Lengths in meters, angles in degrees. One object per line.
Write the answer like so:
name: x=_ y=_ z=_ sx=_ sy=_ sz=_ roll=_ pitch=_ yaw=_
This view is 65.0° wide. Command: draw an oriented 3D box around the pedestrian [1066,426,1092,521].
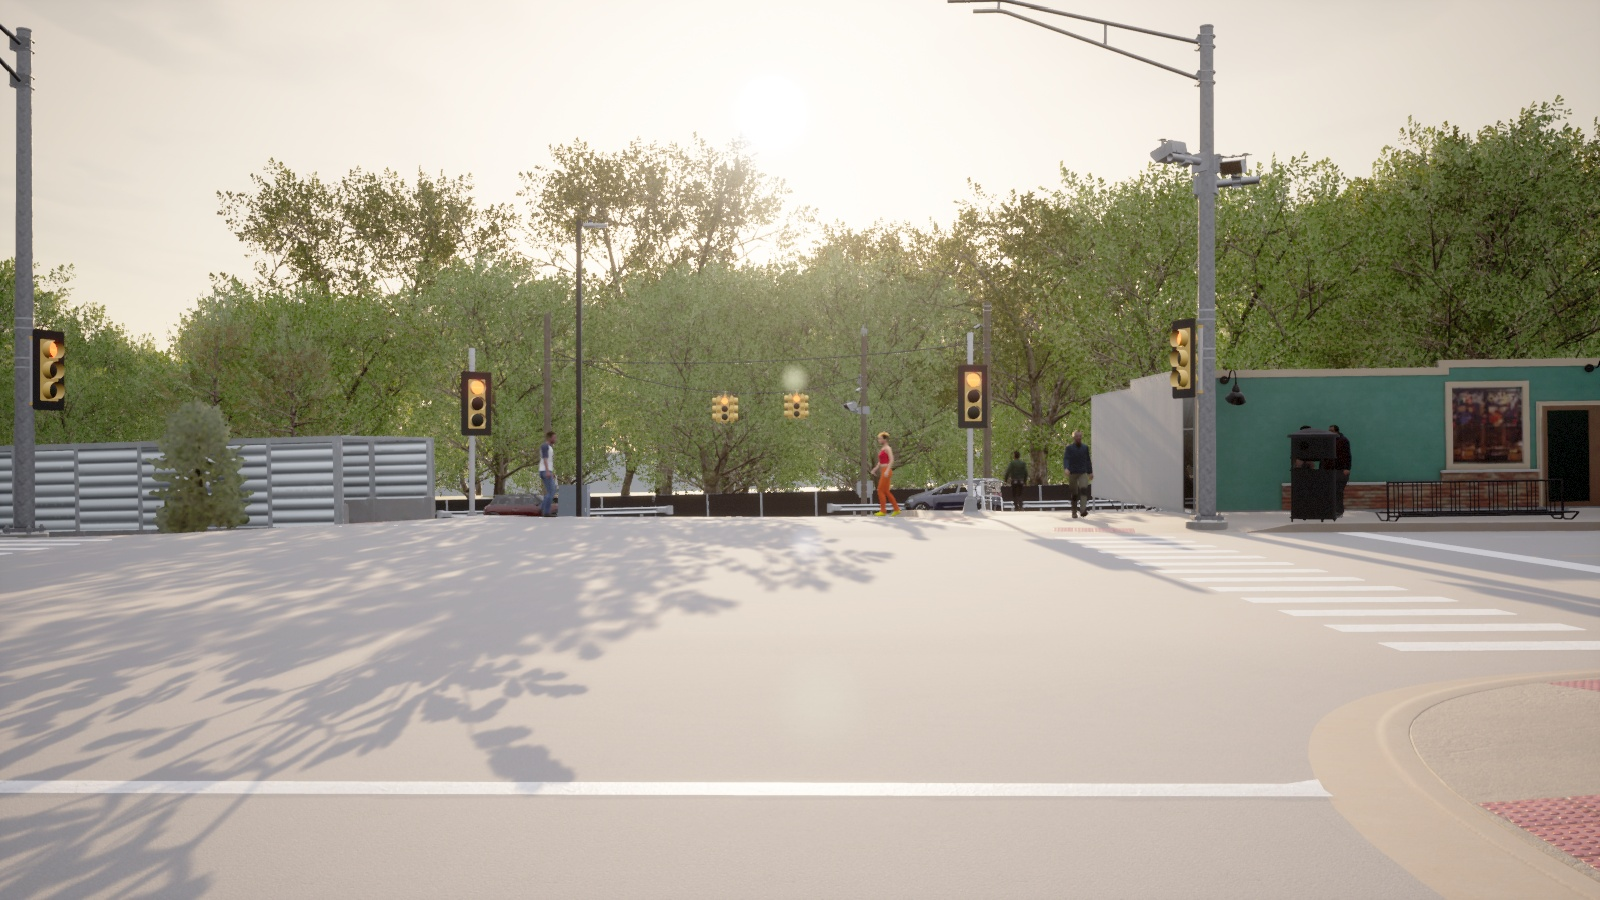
pedestrian: x=5.535 y=0.459 z=24.934 sx=0.402 sy=1.842 sz=0.726 roll=0 pitch=0 yaw=3

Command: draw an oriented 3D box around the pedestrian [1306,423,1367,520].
pedestrian: x=10.374 y=0.409 z=24.301 sx=0.899 sy=1.844 sz=0.634 roll=0 pitch=0 yaw=-24

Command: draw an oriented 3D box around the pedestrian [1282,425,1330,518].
pedestrian: x=9.986 y=0.420 z=24.794 sx=0.869 sy=1.805 sz=0.328 roll=0 pitch=0 yaw=-19

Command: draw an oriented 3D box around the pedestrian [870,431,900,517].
pedestrian: x=1.834 y=0.518 z=27.185 sx=0.594 sy=1.836 sz=0.345 roll=0 pitch=0 yaw=-5

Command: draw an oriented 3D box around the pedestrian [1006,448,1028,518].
pedestrian: x=6.082 y=0.911 z=35.174 sx=0.423 sy=1.949 sz=0.788 roll=0 pitch=0 yaw=-6

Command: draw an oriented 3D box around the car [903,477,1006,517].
car: x=7.189 y=2.190 z=58.496 sx=4.611 sy=1.667 sz=2.242 roll=-2 pitch=0 yaw=8

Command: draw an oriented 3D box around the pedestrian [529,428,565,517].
pedestrian: x=-5.247 y=0.462 z=26.053 sx=0.706 sy=1.836 sz=0.354 roll=0 pitch=0 yaw=-8

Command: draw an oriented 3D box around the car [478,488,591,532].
car: x=-12.076 y=2.724 z=57.305 sx=4.553 sy=1.767 sz=2.097 roll=-2 pitch=0 yaw=6
